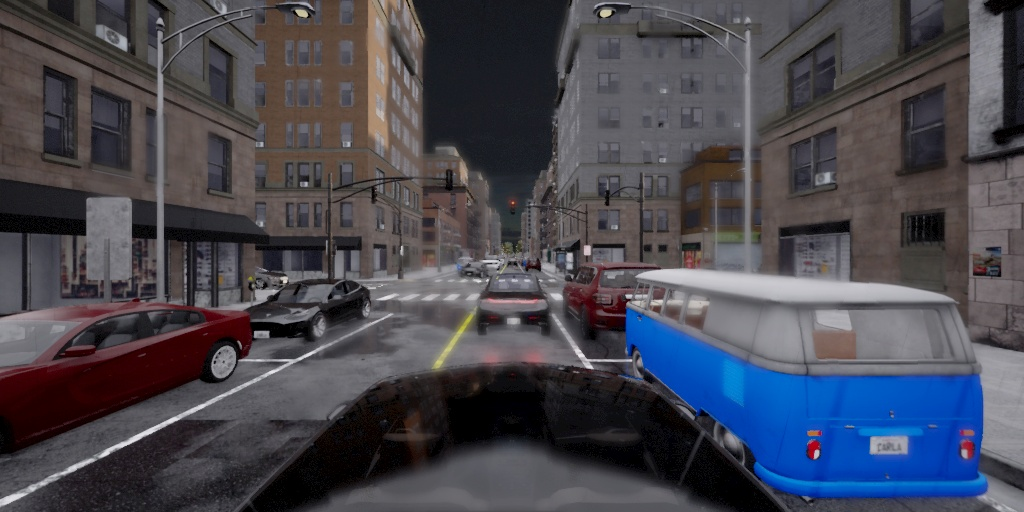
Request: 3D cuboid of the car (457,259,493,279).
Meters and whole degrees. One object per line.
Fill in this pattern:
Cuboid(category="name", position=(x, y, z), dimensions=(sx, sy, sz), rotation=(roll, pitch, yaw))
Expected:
Cuboid(category="car", position=(-3.233, 1.252, 32.008), dimensions=(1.837, 1.490, 4.892), rotation=(0, 0, 7))

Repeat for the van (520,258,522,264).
Cuboid(category="van", position=(2.772, 1.083, 63.462), dimensions=(1.690, 1.789, 3.998), rotation=(0, 0, 0))

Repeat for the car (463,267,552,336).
Cuboid(category="car", position=(0.061, 1.242, 10.415), dimensions=(2.128, 1.511, 4.902), rotation=(0, 0, 0))

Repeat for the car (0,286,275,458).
Cuboid(category="car", position=(-5.380, 1.295, 4.371), dimensions=(1.888, 1.381, 4.507), rotation=(0, 0, 0))

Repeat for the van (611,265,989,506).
Cuboid(category="van", position=(2.646, 1.091, 4.361), dimensions=(1.690, 1.789, 3.998), rotation=(0, 0, 0))

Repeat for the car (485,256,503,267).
Cuboid(category="car", position=(-2.787, 0.968, 48.499), dimensions=(2.150, 2.045, 5.566), rotation=(0, 0, 0))

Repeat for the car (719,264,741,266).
Cuboid(category="car", position=(14.688, 1.242, 24.729), dimensions=(4.181, 1.385, 1.994), rotation=(0, 0, 0))

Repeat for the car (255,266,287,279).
Cuboid(category="car", position=(-16.216, 1.305, 21.766), dimensions=(4.902, 1.511, 2.128), rotation=(0, 0, 0))

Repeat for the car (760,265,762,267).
Cuboid(category="car", position=(17.394, 1.021, 21.772), dimensions=(4.553, 1.767, 2.097), rotation=(0, 0, 0))

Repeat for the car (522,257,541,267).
Cuboid(category="car", position=(2.767, 1.060, 47.243), dimensions=(2.192, 1.841, 5.009), rotation=(0, 0, 0))

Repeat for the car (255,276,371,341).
Cuboid(category="car", position=(-5.373, 1.316, 9.882), dimensions=(1.948, 1.339, 4.313), rotation=(0, 0, 0))

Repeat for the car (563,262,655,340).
Cuboid(category="car", position=(2.652, 1.065, 9.872), dimensions=(2.192, 1.841, 5.009), rotation=(0, 0, 0))
